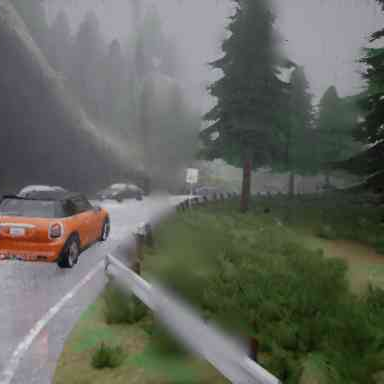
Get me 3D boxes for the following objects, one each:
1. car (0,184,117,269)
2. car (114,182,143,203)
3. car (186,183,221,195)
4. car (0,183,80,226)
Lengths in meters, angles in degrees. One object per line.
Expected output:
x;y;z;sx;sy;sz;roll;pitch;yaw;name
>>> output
-3.766;0.753;9.271;2.097;1.767;4.553;3;3;-1;car
-5.387;-0.003;25.444;1.812;1.442;4.674;3;3;20;car
1.331;-0.249;36.593;4.181;1.385;1.994;-1;2;-45;car
-6.968;0.417;15.269;1.812;1.442;4.674;4;3;2;car
